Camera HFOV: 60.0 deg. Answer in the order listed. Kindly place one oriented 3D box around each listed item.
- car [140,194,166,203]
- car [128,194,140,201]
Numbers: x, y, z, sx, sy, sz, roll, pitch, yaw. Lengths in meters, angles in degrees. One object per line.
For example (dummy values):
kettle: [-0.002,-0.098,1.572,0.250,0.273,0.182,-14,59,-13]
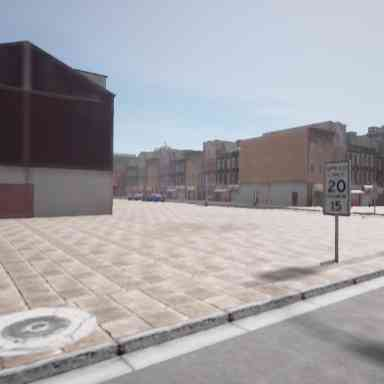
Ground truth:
car: [-6.390,1.057,56.949,1.882,1.535,5.008,1,0,-35]
car: [-10.441,1.050,62.658,1.812,1.442,4.674,1,0,-35]
